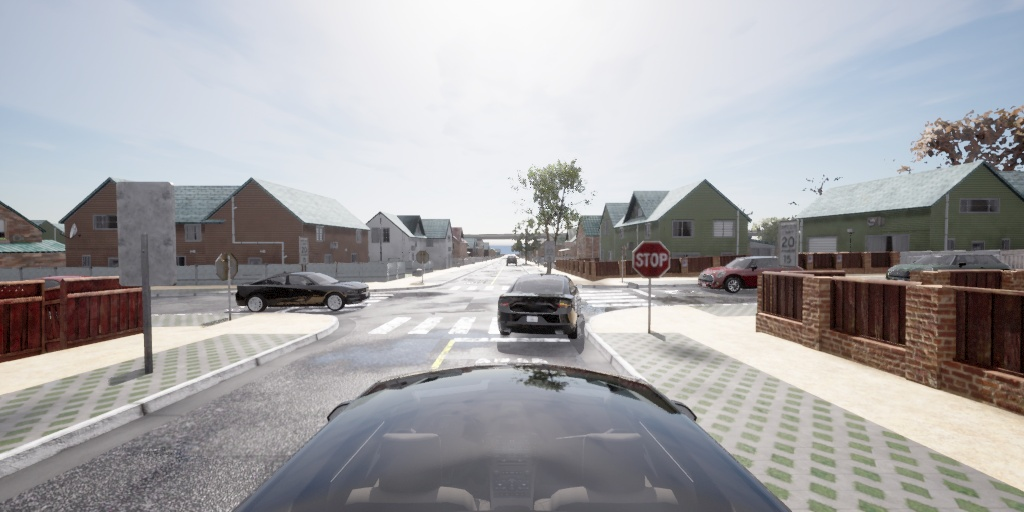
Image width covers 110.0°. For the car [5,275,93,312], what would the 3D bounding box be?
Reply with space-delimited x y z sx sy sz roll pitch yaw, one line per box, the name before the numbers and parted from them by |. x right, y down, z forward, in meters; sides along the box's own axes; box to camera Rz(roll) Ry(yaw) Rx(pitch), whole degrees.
car | -18.029 1.547 14.683 5.008 1.535 1.882 -1 2 0

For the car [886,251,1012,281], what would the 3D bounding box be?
car | 21.691 0.646 17.926 4.553 1.767 2.097 -1 2 0

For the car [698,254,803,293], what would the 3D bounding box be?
car | 11.796 0.820 17.848 4.553 1.767 2.097 -1 2 0

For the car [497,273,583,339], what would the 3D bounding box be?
car | 0.953 1.224 10.232 1.882 1.535 5.008 0 0 12

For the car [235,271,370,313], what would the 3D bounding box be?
car | -8.477 1.377 14.752 5.008 1.535 1.882 -1 2 0
